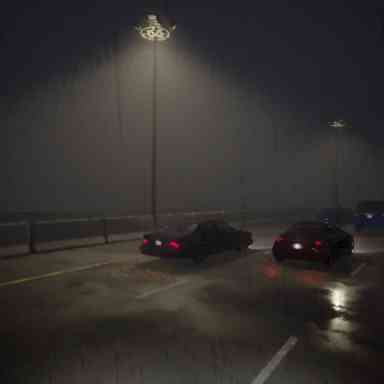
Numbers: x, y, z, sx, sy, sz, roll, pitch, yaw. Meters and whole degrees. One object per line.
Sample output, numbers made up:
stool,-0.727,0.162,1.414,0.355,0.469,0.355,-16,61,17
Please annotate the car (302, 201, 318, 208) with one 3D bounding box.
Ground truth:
car,22.696,2.489,60.326,4.892,1.490,1.837,1,-1,-37

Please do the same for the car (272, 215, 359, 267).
car,4.620,1.768,12.434,1.994,1.385,4.181,0,-1,37

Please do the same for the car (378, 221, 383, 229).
car,7.472,1.694,10.413,2.128,1.511,4.902,0,-1,37

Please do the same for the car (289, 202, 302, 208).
car,20.634,2.604,63.161,4.718,1.301,1.895,1,-1,-37

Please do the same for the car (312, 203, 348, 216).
car,11.654,1.927,26.528,1.882,1.535,5.008,0,-1,43

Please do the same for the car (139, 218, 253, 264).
car,0.404,1.719,12.666,2.033,1.411,5.357,0,-1,36

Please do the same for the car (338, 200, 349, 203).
car,26.812,2.169,54.697,5.566,2.045,2.150,1,-1,-37

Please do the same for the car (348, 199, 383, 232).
car,12.809,1.631,22.627,2.150,2.045,5.566,0,-1,42

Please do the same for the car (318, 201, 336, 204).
car,24.238,2.462,57.129,4.892,1.490,1.837,1,-1,-37
